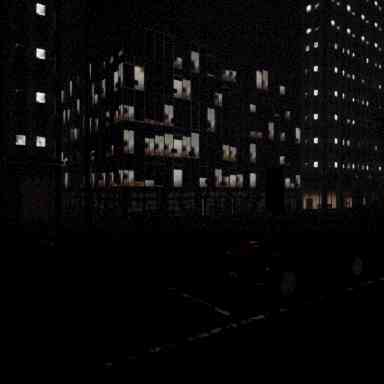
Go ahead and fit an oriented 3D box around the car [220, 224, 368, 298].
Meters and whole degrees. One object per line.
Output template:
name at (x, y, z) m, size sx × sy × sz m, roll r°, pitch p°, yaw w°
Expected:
car at (2.728, 1.545, 8.507) m, size 4.507 × 1.381 × 1.887 m, roll 0°, pitch 0°, yaw -36°
